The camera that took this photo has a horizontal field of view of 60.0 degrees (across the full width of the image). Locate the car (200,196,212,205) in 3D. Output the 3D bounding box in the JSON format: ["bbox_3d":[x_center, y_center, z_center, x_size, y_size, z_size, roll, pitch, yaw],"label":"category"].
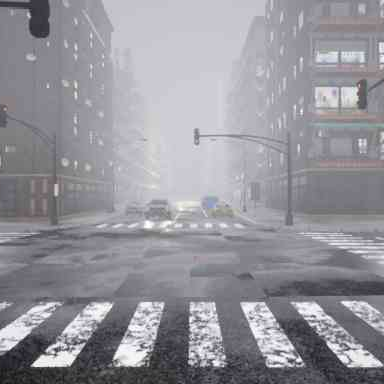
[{"bbox_3d":[2.593,1.485,60.993,1.967,1.590,4.097,1,0,0],"label":"car"}]

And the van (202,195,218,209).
[{"bbox_3d":[2.622,1.366,44.027,1.690,1.788,3.998,1,0,0],"label":"van"}]

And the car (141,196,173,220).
[{"bbox_3d":[-2.741,1.359,28.330,2.097,1.767,4.553,0,0,0],"label":"car"}]

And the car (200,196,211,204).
[{"bbox_3d":[2.593,1.604,66.649,2.008,1.369,4.403,1,0,0],"label":"car"}]

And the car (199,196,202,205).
[{"bbox_3d":[2.591,1.346,49.681,2.192,1.841,5.009,1,0,0],"label":"car"}]

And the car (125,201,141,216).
[{"bbox_3d":[-5.426,1.565,32.651,2.008,1.369,4.403,1,0,0],"label":"car"}]

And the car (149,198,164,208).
[{"bbox_3d":[-5.292,1.613,49.624,1.802,1.307,4.206,1,0,0],"label":"car"}]

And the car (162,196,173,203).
[{"bbox_3d":[-5.286,1.612,72.256,2.008,1.369,4.403,1,0,0],"label":"car"}]

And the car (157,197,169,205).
[{"bbox_3d":[-5.289,1.627,60.940,1.802,1.307,4.206,1,0,0],"label":"car"}]

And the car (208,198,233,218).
[{"bbox_3d":[2.713,1.537,30.194,1.752,1.417,4.829,1,0,0],"label":"car"}]

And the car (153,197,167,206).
[{"bbox_3d":[-5.290,1.563,55.112,1.752,1.417,4.829,1,0,0],"label":"car"}]

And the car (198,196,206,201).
[{"bbox_3d":[2.597,1.627,83.617,1.887,1.381,4.507,1,0,0],"label":"car"}]
